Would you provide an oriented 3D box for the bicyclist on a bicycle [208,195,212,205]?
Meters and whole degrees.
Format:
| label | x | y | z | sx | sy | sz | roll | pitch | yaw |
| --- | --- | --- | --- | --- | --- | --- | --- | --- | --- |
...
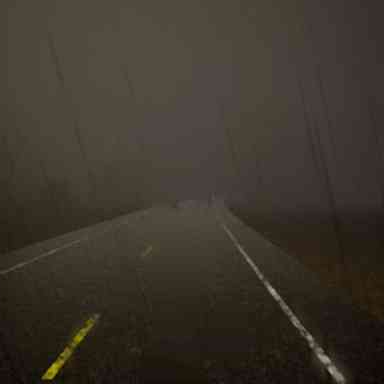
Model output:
| label | x | y | z | sx | sy | sz | roll | pitch | yaw |
| --- | --- | --- | --- | --- | --- | --- | --- | --- | --- |
| bicyclist on a bicycle | 2.686 | 1.370 | 50.587 | 0.582 | 1.620 | 1.656 | 0 | 0 | 4 |

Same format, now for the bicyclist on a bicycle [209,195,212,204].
| label | x | y | z | sx | sy | sz | roll | pitch | yaw |
| --- | --- | --- | --- | --- | --- | --- | --- | --- | --- |
| bicyclist on a bicycle | 3.338 | 1.383 | 59.694 | 0.582 | 1.620 | 1.656 | 0 | 0 | 4 |

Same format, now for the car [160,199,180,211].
| label | x | y | z | sx | sy | sz | roll | pitch | yaw |
| --- | --- | --- | --- | --- | --- | --- | --- | --- | --- |
| car | -2.530 | 1.472 | 39.261 | 1.994 | 1.385 | 4.181 | 0 | 0 | 3 |

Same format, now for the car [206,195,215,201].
| label | x | y | z | sx | sy | sz | roll | pitch | yaw |
| --- | --- | --- | --- | --- | --- | --- | --- | --- | --- |
| car | 4.690 | 1.500 | 84.920 | 1.895 | 1.301 | 4.718 | 0 | 0 | 7 |

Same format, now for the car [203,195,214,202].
| label | x | y | z | sx | sy | sz | roll | pitch | yaw |
| --- | --- | --- | --- | --- | --- | --- | --- | --- | --- |
| car | 3.592 | 1.545 | 74.012 | 1.895 | 1.301 | 4.718 | 0 | 0 | 5 |
